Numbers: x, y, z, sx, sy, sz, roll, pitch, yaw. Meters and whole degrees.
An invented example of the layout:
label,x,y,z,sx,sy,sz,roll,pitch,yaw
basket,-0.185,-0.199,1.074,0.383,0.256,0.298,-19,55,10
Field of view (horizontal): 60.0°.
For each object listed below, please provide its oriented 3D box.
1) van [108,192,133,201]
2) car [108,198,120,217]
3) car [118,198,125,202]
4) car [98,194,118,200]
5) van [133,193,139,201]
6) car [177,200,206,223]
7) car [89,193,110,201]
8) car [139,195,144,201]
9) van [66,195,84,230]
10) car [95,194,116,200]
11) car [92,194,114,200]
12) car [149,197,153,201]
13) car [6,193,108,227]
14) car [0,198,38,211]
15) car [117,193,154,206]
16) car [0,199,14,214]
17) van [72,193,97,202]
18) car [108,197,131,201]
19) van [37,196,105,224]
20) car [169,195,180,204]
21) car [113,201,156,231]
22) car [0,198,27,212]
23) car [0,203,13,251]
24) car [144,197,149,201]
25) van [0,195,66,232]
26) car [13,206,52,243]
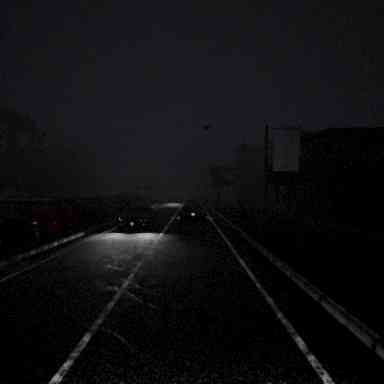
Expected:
label,x,y,z,sx,sy,sz,roll,pitch,yaw
van,-9.110,1.304,36.416,4.442,1.987,1.878,0,0,0
car,-8.981,1.543,28.003,4.892,1.521,2.231,0,0,0
car,-8.978,1.583,30.806,4.674,1.452,2.002,0,0,0
car,-22.218,1.299,88.421,4.792,1.488,2.163,0,0,0
van,-8.883,1.294,39.218,4.442,1.987,1.878,0,0,0
car,0.078,1.594,26.182,1.994,1.385,4.181,0,0,0
car,-22.202,1.183,80.094,4.553,1.767,2.185,0,0,0
car,-9.001,1.506,42.026,5.008,1.535,2.097,0,0,0
van,-9.073,1.302,19.590,4.442,1.987,1.878,0,0,0
car,-22.176,1.283,85.646,4.892,1.521,2.231,0,0,0
car,-22.182,1.295,82.871,5.008,1.535,2.097,0,0,0
car,-8.839,1.458,50.436,5.366,1.575,1.946,0,0,0
car,-8.934,1.284,22.395,5.566,2.045,2.435,0,0,0
car,-22.078,1.513,41.238,4.892,1.521,2.231,0,0,0
car,-9.002,1.195,53.237,5.566,2.045,2.435,0,0,0
car,-22.256,1.531,35.683,5.366,1.575,1.946,0,0,0
van,-22.262,1.140,68.991,4.442,1.987,1.878,0,0,0
car,-9.016,1.569,33.614,4.792,1.488,2.163,0,0,0
van,-9.085,1.316,25.195,4.442,1.987,1.878,0,0,0
car,-3.327,1.401,63.385,2.128,1.511,4.902,0,0,0
car,-3.366,1.537,21.016,1.837,1.490,4.892,0,0,0
car,-22.072,1.525,38.460,5.008,1.535,2.097,0,0,0
car,-8.969,1.381,11.180,4.553,1.767,2.185,0,0,0
car,-9.021,1.516,47.632,4.674,1.452,2.002,0,0,0
van,-9.066,1.295,16.787,4.442,1.987,1.878,0,0,0
car,-8.937,1.514,13.983,4.892,1.521,2.231,0,0,0
